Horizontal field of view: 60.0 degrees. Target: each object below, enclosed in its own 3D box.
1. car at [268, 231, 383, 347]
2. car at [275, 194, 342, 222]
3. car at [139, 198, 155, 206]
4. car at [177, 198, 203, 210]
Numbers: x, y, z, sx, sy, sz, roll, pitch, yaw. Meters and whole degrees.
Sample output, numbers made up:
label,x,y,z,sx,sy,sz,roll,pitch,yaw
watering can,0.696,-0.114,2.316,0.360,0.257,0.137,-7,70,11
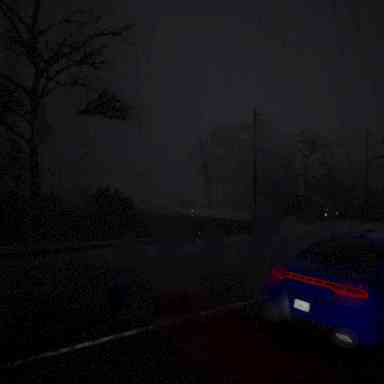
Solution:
label,x,y,z,sx,sy,sz,roll,pitch,yaw
car,3.609,1.478,6.206,5.008,1.535,1.882,0,0,-35
car,9.233,1.222,26.966,2.150,2.045,5.566,0,0,-32
car,-8.206,1.751,60.088,2.033,1.411,5.357,0,-1,-24
car,-0.351,1.555,43.790,1.837,1.490,4.892,0,-1,-28
